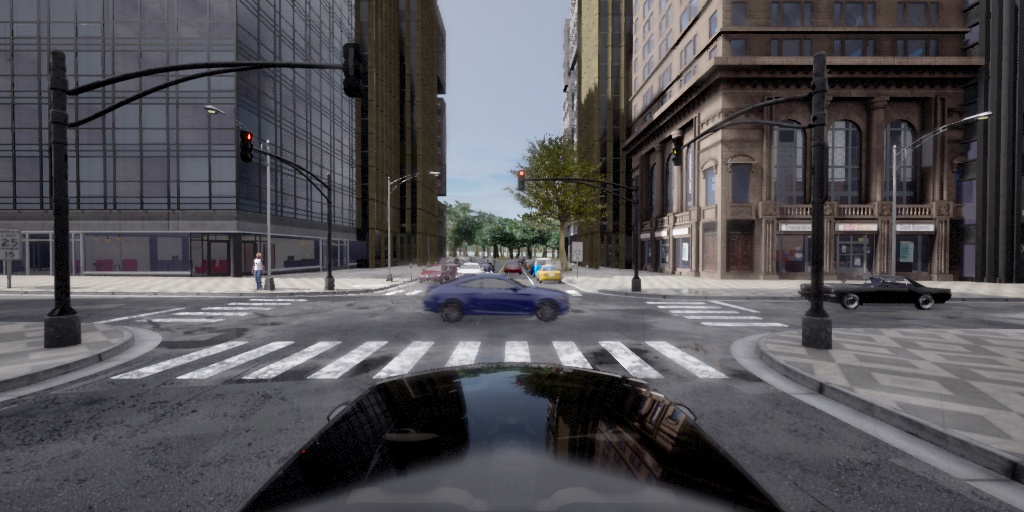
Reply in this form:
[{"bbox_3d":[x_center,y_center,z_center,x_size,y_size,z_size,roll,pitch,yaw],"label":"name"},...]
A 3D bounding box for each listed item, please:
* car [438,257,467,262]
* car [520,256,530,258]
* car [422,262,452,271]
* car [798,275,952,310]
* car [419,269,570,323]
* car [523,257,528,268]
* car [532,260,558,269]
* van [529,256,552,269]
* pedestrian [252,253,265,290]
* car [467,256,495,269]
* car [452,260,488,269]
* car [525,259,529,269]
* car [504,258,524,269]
[{"bbox_3d":[-5.759,1.035,32.607,2.192,1.841,5.009,0,0,0],"label":"car"},{"bbox_3d":[2.769,1.204,61.011,2.007,1.370,4.403,0,0,0],"label":"car"},{"bbox_3d":[-5.760,1.311,26.926,1.802,1.307,4.207,0,0,0],"label":"car"},{"bbox_3d":[14.711,1.444,14.777,4.718,1.301,1.895,0,1,0],"label":"car"},{"bbox_3d":[-0.499,1.281,11.554,4.674,1.442,1.812,0,0,0],"label":"car"},{"bbox_3d":[2.768,1.210,49.823,1.751,1.417,4.829,0,0,0],"label":"car"},{"bbox_3d":[2.765,1.255,27.104,1.751,1.417,4.829,0,0,0],"label":"car"},{"bbox_3d":[2.766,1.061,32.614,1.690,1.789,3.998,0,0,0],"label":"van"},{"bbox_3d":[-12.521,0.741,17.756,0.375,1.860,0.375,0,0,0],"label":"pedestrian"},{"bbox_3d":[-3.094,1.067,36.050,2.097,1.767,4.553,0,0,0],"label":"car"},{"bbox_3d":[-3.094,1.255,27.170,1.812,1.442,4.674,0,0,0],"label":"car"},{"bbox_3d":[2.767,1.276,38.294,1.948,1.339,4.313,0,0,0],"label":"car"},{"bbox_3d":[0.087,1.266,42.025,1.994,1.385,4.181,0,0,0],"label":"car"}]
